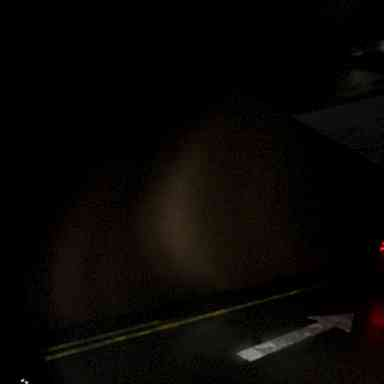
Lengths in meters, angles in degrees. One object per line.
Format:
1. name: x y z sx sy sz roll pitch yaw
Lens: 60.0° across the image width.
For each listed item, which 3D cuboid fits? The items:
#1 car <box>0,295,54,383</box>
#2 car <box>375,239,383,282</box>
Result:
1. car: -3.510 1.210 1.282 5.566 2.045 2.150 0 0 -35
2. car: 6.737 1.406 8.574 4.553 1.767 2.097 1 0 -35
